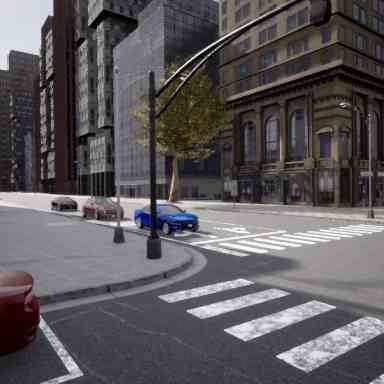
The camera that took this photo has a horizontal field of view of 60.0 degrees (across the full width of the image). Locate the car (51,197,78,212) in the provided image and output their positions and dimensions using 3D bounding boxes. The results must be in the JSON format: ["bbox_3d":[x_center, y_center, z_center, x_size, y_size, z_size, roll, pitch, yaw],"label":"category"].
[{"bbox_3d":[-13.816,1.252,35.898,1.882,1.535,5.008,-1,1,-36],"label":"car"}]

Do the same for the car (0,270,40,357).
[{"bbox_3d":[-4.157,1.545,3.672,4.507,1.381,1.887,0,-1,-36],"label":"car"}]

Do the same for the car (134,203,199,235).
[{"bbox_3d":[-1.560,1.422,19.009,1.882,1.535,5.008,-1,1,-36],"label":"car"}]

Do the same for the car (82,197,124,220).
[{"bbox_3d":[-7.232,1.217,26.822,2.097,1.767,4.553,-1,1,-36],"label":"car"}]
